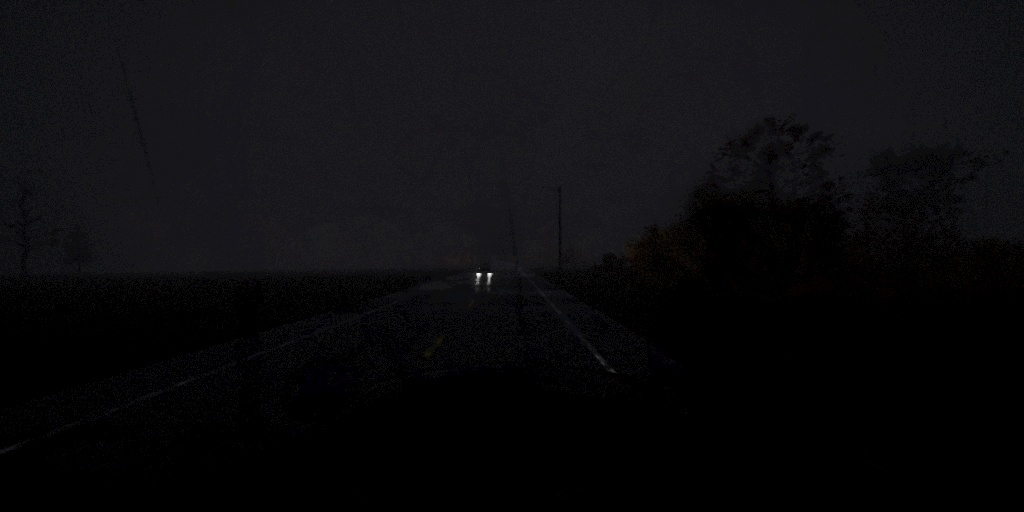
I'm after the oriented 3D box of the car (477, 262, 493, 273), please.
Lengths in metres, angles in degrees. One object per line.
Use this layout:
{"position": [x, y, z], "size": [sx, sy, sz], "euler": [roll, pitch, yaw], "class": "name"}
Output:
{"position": [-3.779, 1.606, 50.620], "size": [1.837, 1.490, 4.892], "euler": [0, 0, 0], "class": "car"}
